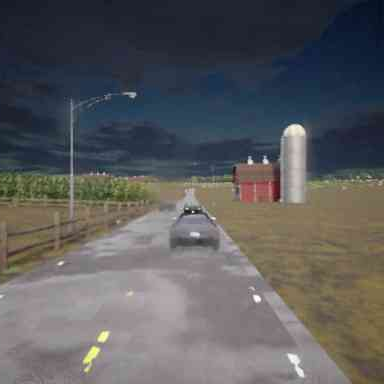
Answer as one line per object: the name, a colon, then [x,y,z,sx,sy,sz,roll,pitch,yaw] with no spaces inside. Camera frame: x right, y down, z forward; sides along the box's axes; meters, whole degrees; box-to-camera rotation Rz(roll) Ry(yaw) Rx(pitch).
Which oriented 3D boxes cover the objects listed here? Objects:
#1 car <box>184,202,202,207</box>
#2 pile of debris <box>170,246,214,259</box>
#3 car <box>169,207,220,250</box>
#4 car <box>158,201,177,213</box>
car: [0.103,1.671,34.316,1.895,1.301,4.718,0,0,0]
pile of debris: [0.002,2.179,12.113,1.500,0.140,1.860,0,0,0]
car: [0.098,1.566,14.451,1.994,1.385,4.181,0,0,0]
car: [-2.835,1.696,38.947,1.895,1.301,4.718,0,0,0]
